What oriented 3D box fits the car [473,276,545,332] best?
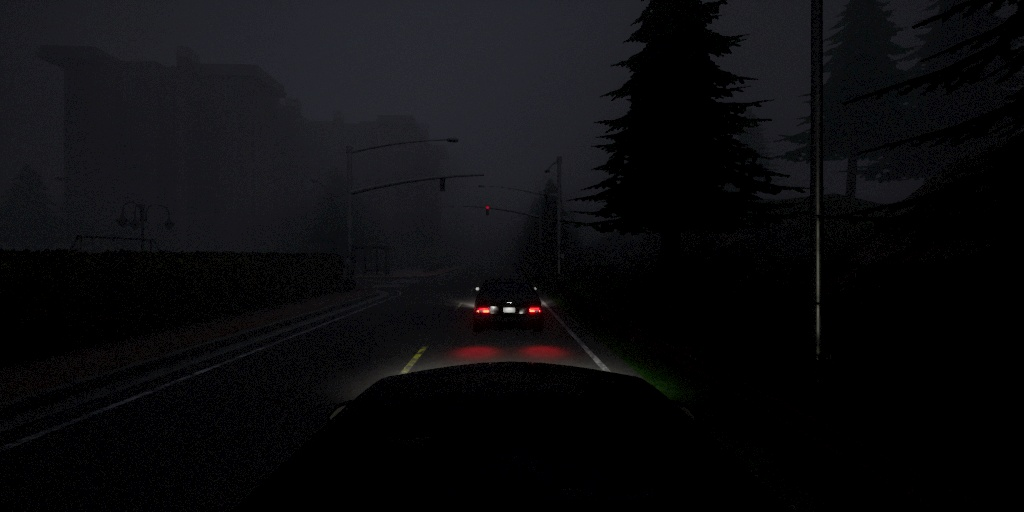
[{"bbox_3d":[-0.155,1.297,10.797,2.033,1.411,5.357,0,0,-2],"label":"car"}]
